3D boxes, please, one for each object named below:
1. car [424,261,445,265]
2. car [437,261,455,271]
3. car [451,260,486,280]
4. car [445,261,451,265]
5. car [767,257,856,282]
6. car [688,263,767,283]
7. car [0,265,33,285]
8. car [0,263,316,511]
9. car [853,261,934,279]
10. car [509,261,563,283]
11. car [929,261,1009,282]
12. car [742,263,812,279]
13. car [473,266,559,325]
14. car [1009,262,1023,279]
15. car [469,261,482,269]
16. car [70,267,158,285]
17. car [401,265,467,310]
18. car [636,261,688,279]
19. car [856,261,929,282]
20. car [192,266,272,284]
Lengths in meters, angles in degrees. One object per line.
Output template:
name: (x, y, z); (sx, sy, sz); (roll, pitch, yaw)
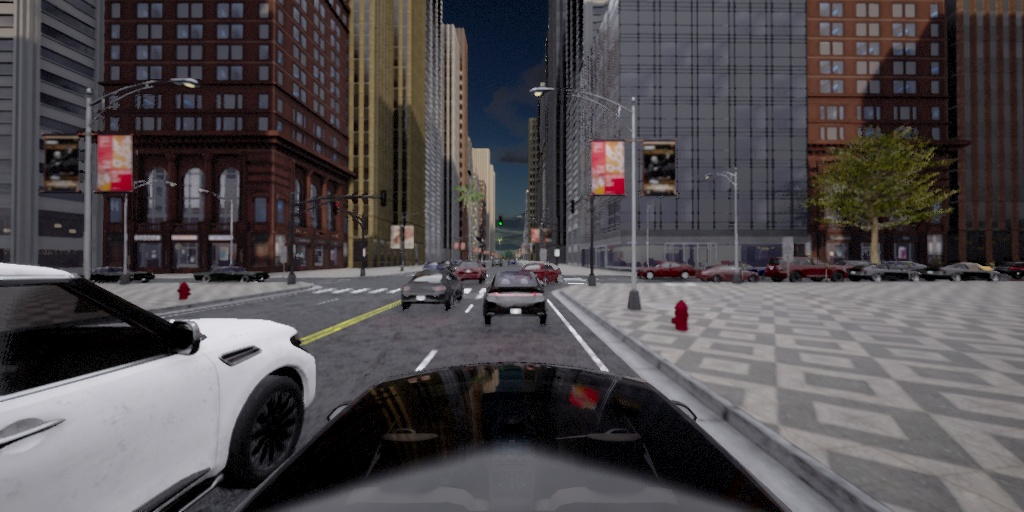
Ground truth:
car: (-9.841, 1.394, 44.608); (1.812, 1.442, 4.674); (0, 0, 0)
car: (-9.831, 1.435, 53.530); (1.812, 1.442, 4.674); (0, 0, 0)
car: (-3.158, 1.130, 28.128); (2.097, 1.767, 4.553); (0, -1, 0)
car: (-6.600, 1.360, 44.883); (2.128, 1.511, 4.902); (0, 0, 0)
car: (20.953, 0.983, 25.704); (5.009, 1.841, 2.192); (0, 0, -1)
car: (15.314, 1.269, 25.616); (4.207, 1.307, 1.802); (0, 0, -1)
car: (-40.476, 1.470, 27.656); (4.674, 1.442, 1.812); (0, -1, 0)
car: (-3.151, 0.976, 1.436); (2.150, 2.045, 5.566); (0, 1, 0)
car: (33.593, 1.180, 31.665); (4.902, 1.511, 2.128); (0, -1, -1)
car: (1.930, 1.217, 24.726); (1.882, 1.535, 5.008); (-1, 0, 25)
car: (32.227, 1.202, 25.880); (4.313, 1.339, 1.948); (0, 0, -1)
car: (23.182, 1.318, 31.510); (4.718, 1.301, 1.895); (0, -1, -1)
car: (0.099, 1.244, 11.842); (2.128, 1.511, 4.902); (0, 0, 0)
car: (42.852, 1.142, 28.671); (4.892, 1.490, 1.837); (0, -1, -1)
car: (-6.508, 1.566, 63.895); (1.895, 1.301, 4.718); (0, 0, 0)
car: (-30.582, 1.500, 27.644); (4.718, 1.301, 1.895); (0, -1, 0)
car: (-3.152, 1.284, 14.695); (1.812, 1.442, 4.674); (0, 0, 0)
car: (13.265, 1.228, 31.368); (5.008, 1.535, 1.882); (0, -1, -2)
car: (26.590, 1.218, 25.792); (4.313, 1.339, 1.948); (0, 0, -1)
car: (-21.457, 1.459, 27.637); (4.718, 1.301, 1.895); (0, -1, 0)
